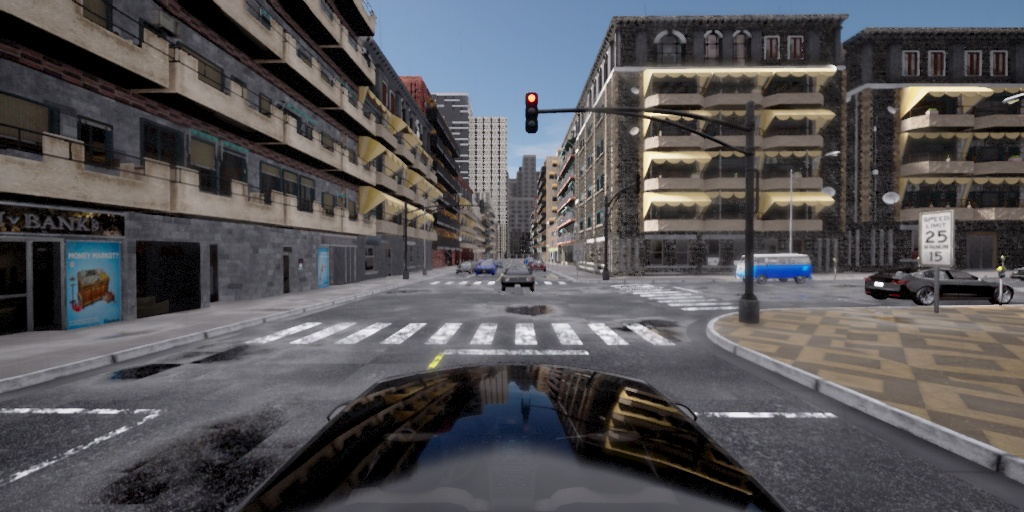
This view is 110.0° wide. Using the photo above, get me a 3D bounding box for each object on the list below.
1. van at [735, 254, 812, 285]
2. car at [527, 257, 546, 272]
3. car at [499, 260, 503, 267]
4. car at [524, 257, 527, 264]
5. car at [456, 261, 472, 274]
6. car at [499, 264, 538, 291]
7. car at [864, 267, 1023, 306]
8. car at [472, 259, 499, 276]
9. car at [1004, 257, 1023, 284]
[{"bbox_3d":[15.919,0.774,21.919,3.998,1.789,1.690,0,0,0],"label":"van"},{"bbox_3d":[3.265,1.181,45.496,1.967,1.591,4.097,0,0,1],"label":"car"},{"bbox_3d":[-2.390,1.307,54.381,1.994,1.385,4.181,0,0,1],"label":"car"},{"bbox_3d":[3.486,1.296,62.077,2.007,1.370,4.403,0,0,1],"label":"car"},{"bbox_3d":[-5.187,1.291,40.085,2.007,1.370,4.403,0,0,1],"label":"car"},{"bbox_3d":[0.361,1.341,21.999,1.895,1.301,4.718,0,0,1],"label":"car"},{"bbox_3d":[15.926,1.072,13.539,4.313,1.339,1.948,0,0,0],"label":"car"},{"bbox_3d":[-2.637,1.217,36.836,1.882,1.535,5.008,0,0,1],"label":"car"},{"bbox_3d":[30.606,0.771,19.333,5.357,1.411,2.033,-1,1,0],"label":"car"}]
